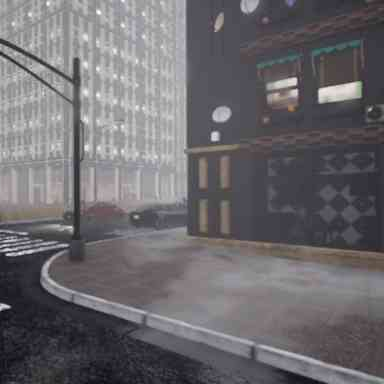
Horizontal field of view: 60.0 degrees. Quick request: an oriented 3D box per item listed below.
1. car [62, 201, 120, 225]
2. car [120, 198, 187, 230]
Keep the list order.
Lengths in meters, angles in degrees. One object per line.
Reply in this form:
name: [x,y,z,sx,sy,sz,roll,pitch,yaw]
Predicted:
car: [-6.417,1.312,22.090,1.994,1.385,4.181,0,1,35]
car: [-1.656,1.284,18.776,1.947,1.339,4.313,1,1,35]
